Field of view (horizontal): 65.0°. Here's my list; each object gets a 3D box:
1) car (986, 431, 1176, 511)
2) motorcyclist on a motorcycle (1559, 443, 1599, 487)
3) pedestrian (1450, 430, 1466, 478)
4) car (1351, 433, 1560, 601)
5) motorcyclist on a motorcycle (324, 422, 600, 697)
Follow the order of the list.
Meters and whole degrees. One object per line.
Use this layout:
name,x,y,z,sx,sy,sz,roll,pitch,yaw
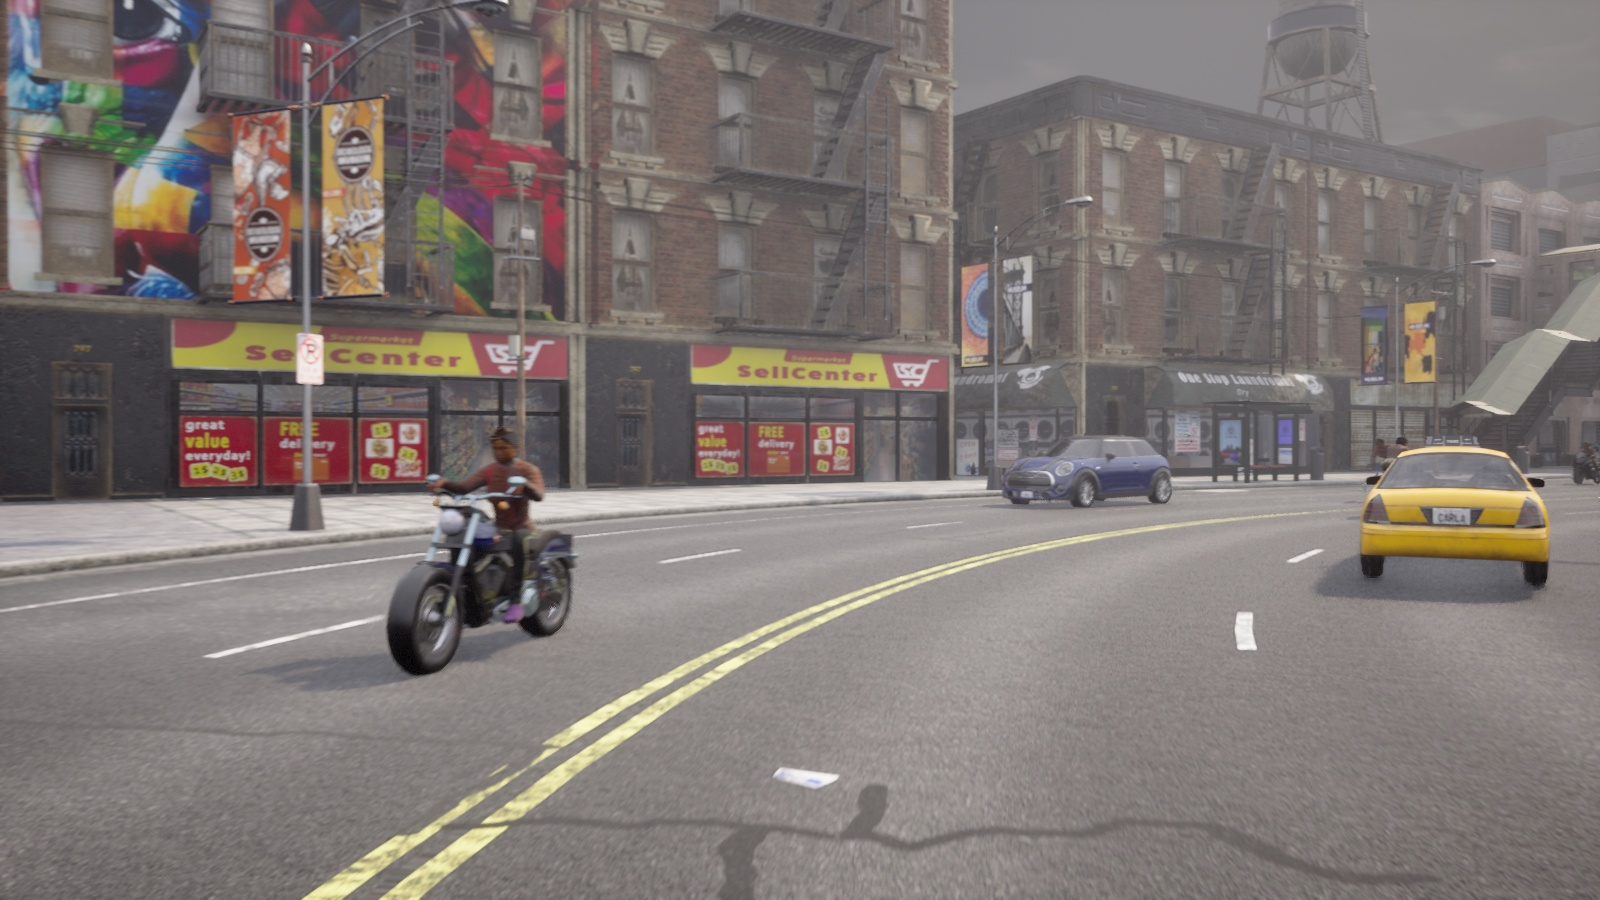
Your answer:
car,6.790,0.446,30.096,4.553,1.767,2.097,0,0,-40
motorcyclist on a motorcycle,27.985,0.523,44.761,2.044,1.523,0.797,0,0,-33
pedestrian,26.735,0.160,51.030,0.402,1.930,0.666,0,0,41
car,7.600,0.616,14.610,1.801,1.575,5.366,0,0,28
motorcyclist on a motorcycle,-2.245,0.644,8.753,0.766,1.649,2.350,0,1,16
